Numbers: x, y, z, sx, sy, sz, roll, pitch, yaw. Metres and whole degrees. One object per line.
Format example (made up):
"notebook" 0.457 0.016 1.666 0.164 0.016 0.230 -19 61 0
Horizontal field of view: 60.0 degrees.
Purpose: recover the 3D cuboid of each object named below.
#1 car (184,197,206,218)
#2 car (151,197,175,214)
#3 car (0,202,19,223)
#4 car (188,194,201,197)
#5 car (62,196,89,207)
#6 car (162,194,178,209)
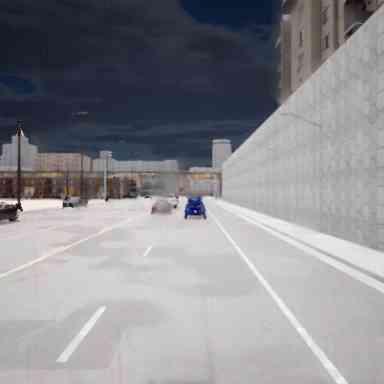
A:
"car" 0.294 1.498 30.428 1.882 1.535 5.008 0 0 0
"car" -3.172 1.582 35.452 1.994 1.385 4.181 0 0 0
"car" -13.949 1.483 23.035 2.128 1.511 4.902 0 0 0
"car" 0.394 1.254 46.965 2.150 2.045 5.566 0 0 1
"car" -13.745 1.199 39.370 1.882 1.535 5.008 0 0 0
"car" -3.191 1.249 46.319 2.150 2.045 5.566 0 0 1
